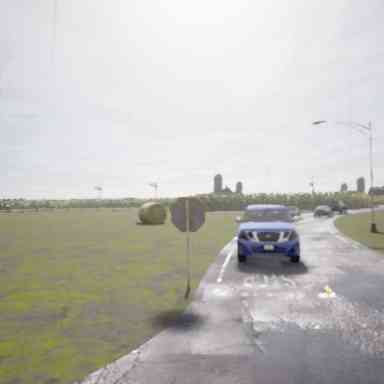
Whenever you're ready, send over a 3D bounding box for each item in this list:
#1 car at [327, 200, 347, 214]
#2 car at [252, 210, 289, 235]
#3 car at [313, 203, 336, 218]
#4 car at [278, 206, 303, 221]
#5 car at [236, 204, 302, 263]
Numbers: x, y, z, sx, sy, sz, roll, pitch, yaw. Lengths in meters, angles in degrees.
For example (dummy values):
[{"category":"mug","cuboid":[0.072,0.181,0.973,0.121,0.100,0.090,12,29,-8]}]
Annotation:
[{"category":"car","cuboid":[22.001,2.309,50.579,2.150,2.045,5.566,-2,-2,36]},{"category":"car","cuboid":[5.767,2.128,23.948,2.033,1.411,5.357,-2,-2,18]},{"category":"car","cuboid":[16.525,2.438,41.820,1.812,1.442,4.674,-2,-2,30]},{"category":"car","cuboid":[11.176,2.385,37.492,1.837,1.490,4.892,-2,-2,26]},{"category":"car","cuboid":[3.095,1.554,13.760,2.150,2.045,5.566,-1,-2,12]}]
